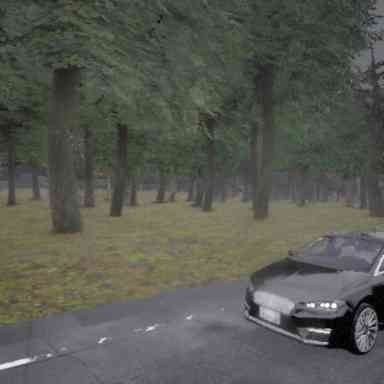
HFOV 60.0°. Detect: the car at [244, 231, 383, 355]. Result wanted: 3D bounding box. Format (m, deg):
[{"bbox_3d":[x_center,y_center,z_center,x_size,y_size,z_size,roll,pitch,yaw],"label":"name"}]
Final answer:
[{"bbox_3d":[3.113,1.529,6.211,4.902,1.511,2.128,1,0,-35],"label":"car"}]
